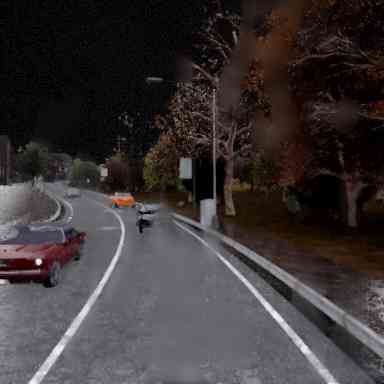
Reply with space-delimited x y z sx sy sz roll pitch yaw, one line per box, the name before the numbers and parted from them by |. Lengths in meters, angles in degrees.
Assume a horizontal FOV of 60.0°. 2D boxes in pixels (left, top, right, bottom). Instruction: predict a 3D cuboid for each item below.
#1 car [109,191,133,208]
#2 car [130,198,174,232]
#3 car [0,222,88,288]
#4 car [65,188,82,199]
car | -7.686 0.718 36.269 2.097 1.767 4.553 1 2 -22
car | -2.212 1.339 19.012 2.128 1.511 4.902 1 1 -12
car | -4.267 1.561 9.187 1.895 1.301 4.718 0 1 -7
car | -16.850 0.192 47.214 1.837 1.490 4.892 1 2 -27
